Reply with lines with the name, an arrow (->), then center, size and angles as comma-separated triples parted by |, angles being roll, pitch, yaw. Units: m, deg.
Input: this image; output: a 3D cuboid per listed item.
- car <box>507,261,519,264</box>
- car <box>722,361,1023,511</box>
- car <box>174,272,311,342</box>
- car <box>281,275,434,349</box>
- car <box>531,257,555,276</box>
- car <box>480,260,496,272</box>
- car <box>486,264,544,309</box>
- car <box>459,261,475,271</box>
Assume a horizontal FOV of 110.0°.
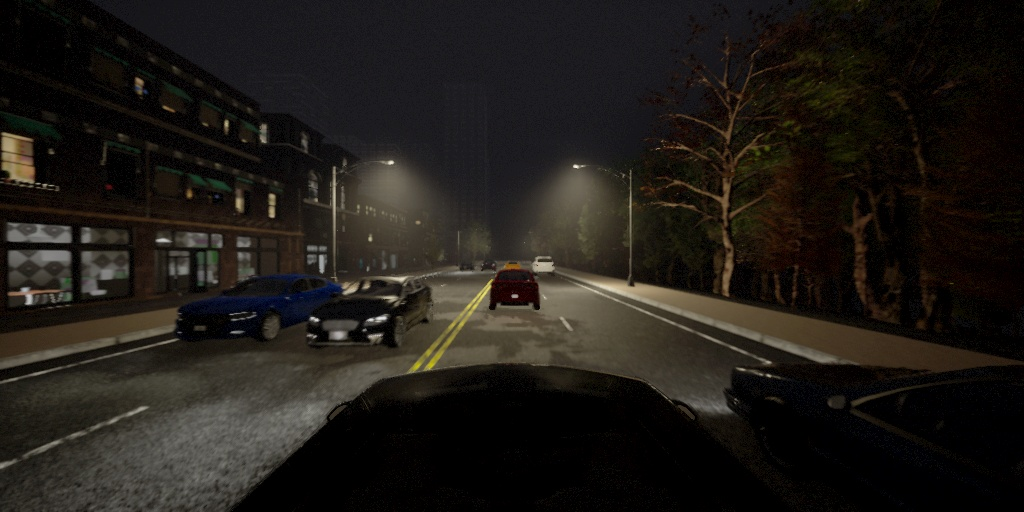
car -> 0.111, 1.397, 44.505 | 1.882, 1.535, 5.008 | 0, 0, 0
car -> 3.349, 1.297, 1.665 | 2.033, 1.411, 5.357 | 0, 0, 0
car -> -6.598, 1.262, 10.081 | 1.882, 1.535, 5.008 | 0, 0, 0
car -> -3.347, 1.273, 9.365 | 2.128, 1.511, 4.902 | 0, 0, 0
car -> 3.359, 1.121, 39.209 | 2.150, 2.045, 5.566 | 0, 0, 0
car -> -3.298, 1.298, 51.285 | 2.097, 1.767, 4.553 | 0, 0, 0
car -> 0.103, 1.282, 15.235 | 1.882, 1.535, 5.008 | 0, 0, 0
car -> -6.540, 1.442, 52.704 | 2.128, 1.511, 4.902 | 0, 0, 1
